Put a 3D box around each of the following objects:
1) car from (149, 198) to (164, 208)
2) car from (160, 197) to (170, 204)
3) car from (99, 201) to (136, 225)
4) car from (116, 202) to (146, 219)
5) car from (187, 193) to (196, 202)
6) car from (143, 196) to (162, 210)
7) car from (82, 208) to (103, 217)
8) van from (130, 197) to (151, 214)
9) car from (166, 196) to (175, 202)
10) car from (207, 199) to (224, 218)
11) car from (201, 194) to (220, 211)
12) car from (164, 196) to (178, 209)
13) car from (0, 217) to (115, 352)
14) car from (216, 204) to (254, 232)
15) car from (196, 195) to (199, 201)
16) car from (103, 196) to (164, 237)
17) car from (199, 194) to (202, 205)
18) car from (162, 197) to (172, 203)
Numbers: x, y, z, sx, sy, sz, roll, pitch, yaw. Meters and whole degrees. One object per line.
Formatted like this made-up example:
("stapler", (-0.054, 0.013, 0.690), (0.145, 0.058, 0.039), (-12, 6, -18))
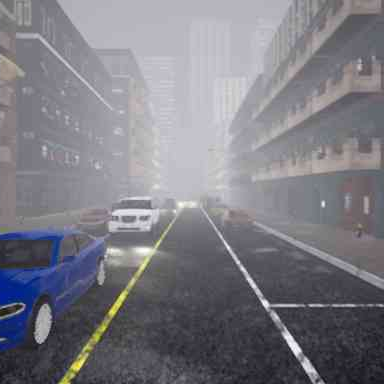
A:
("car", (-5.711, 1.744, 53.941), (2.008, 1.369, 4.403), (-1, 0, 0))
("car", (-5.704, 1.836, 70.747), (1.802, 1.307, 4.206), (-1, 0, 0))
("car", (-5.670, 1.533, 25.931), (1.967, 1.590, 4.097), (-1, 0, 0))
("car", (-5.669, 1.664, 31.533), (2.008, 1.369, 4.403), (-1, 0, 0))
("car", (-0.005, 1.379, 82.952), (2.150, 2.045, 5.566), (0, 0, 0))
("car", (-5.696, 1.488, 48.340), (2.192, 1.841, 5.009), (-1, 0, 0))
("car", (-5.668, 1.655, 20.329), (1.802, 1.307, 4.206), (-1, 0, 0))
("van", (-5.672, 1.474, 37.136), (1.690, 1.788, 3.998), (-1, 0, 0))
("car", (-5.705, 1.866, 87.554), (2.008, 1.369, 4.403), (-1, 0, 0))
("car", (2.678, 1.637, 31.675), (1.752, 1.417, 4.829), (-1, 0, 0))
("car", (2.674, 1.466, 42.710), (2.192, 1.841, 5.009), (-1, 0, 0))
("car", (-3.081, 1.673, 47.787), (1.837, 1.490, 4.892), (0, 0, 0))
("car", (-3.095, 1.502, 6.491), (1.882, 1.535, 5.008), (0, -1, 0))
("car", (2.679, 1.653, 20.301), (1.802, 1.307, 4.206), (-1, 0, 0))
("car", (2.389, 1.450, 64.780), (2.150, 2.045, 5.566), (0, 0, 0))
("car", (-3.053, 1.289, 18.742), (2.150, 2.045, 5.566), (0, 0, 0))
("car", (2.673, 1.506, 53.914), (2.192, 1.841, 5.009), (-1, 0, 0))
("car", (-5.705, 1.856, 76.349), (1.802, 1.307, 4.206), (-1, 0, 0))
